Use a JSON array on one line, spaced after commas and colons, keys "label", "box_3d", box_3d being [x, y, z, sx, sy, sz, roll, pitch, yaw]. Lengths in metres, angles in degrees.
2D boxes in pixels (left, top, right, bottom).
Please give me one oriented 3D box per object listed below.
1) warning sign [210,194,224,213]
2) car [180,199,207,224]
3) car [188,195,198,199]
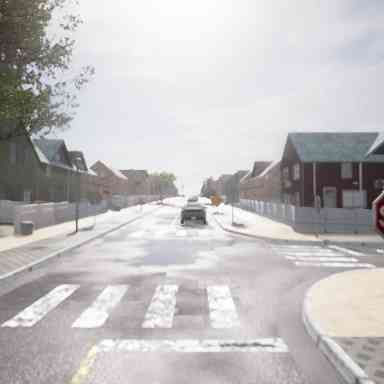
[{"label": "warning sign", "box_3d": [2.510, 1.171, 33.207, 1.300, 1.860, 1.060, -2, -2, 0]}, {"label": "car", "box_3d": [0.114, 1.545, 25.473, 1.837, 1.490, 4.892, 0, 0, 0]}, {"label": "car", "box_3d": [0.087, 1.598, 56.678, 1.882, 1.535, 5.008, 0, 0, 0]}]
